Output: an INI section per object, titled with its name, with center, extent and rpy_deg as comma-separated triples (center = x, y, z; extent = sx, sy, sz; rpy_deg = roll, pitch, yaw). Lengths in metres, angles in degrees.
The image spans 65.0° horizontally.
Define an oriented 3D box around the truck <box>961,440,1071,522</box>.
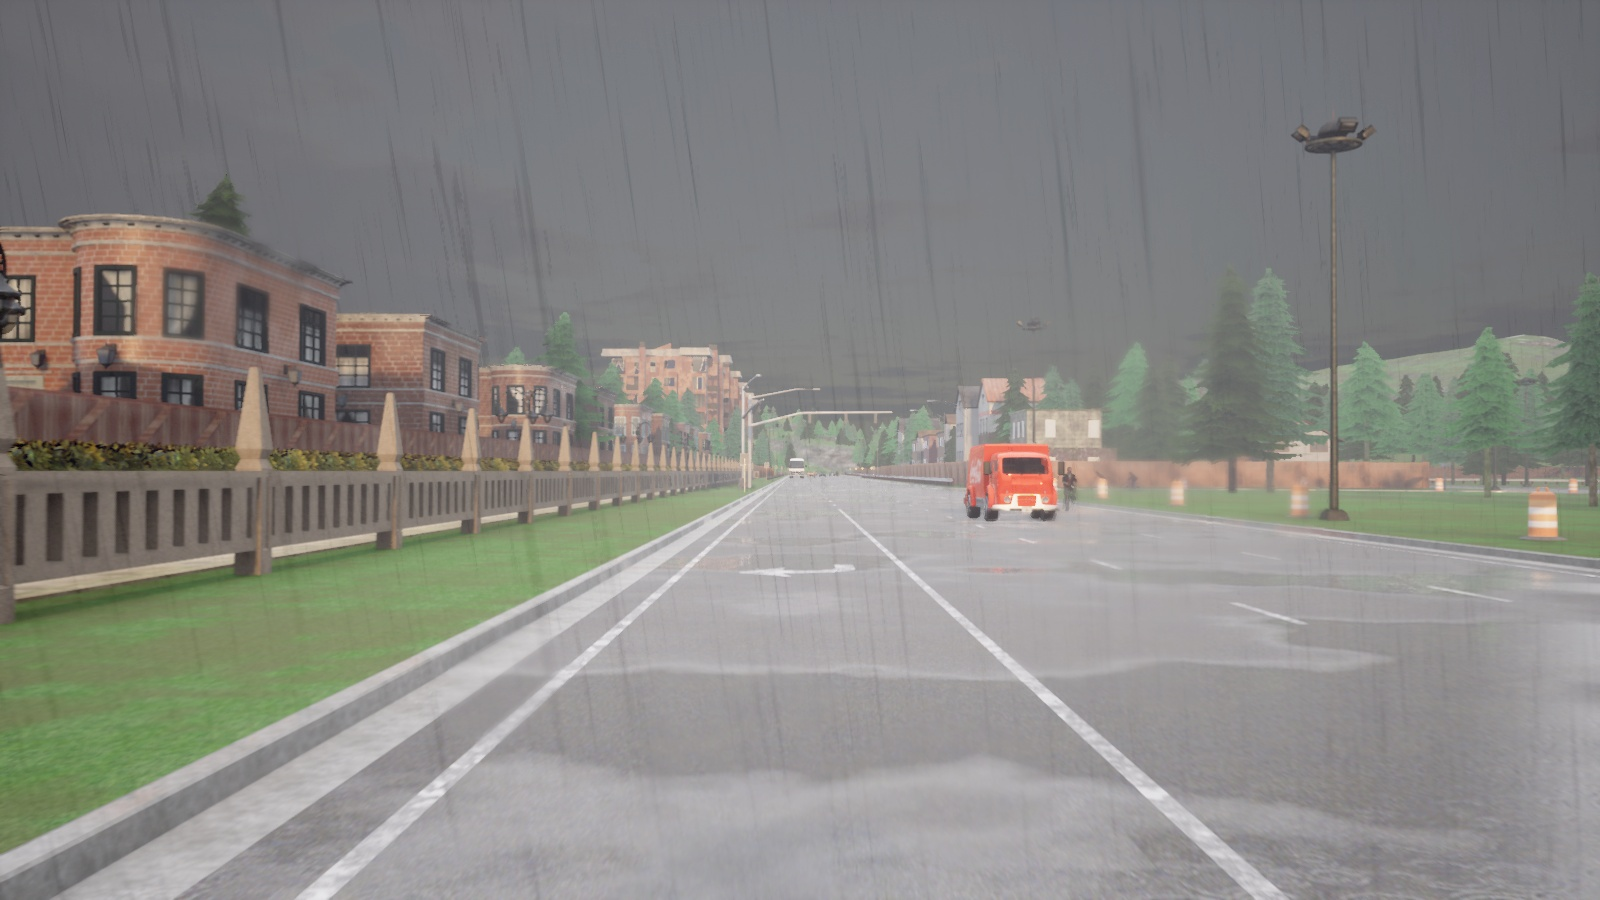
[truck]
center = 6.899, 0.983, 40.763
extent = 2.627, 2.467, 5.204
rpy_deg = 0, -1, 0
